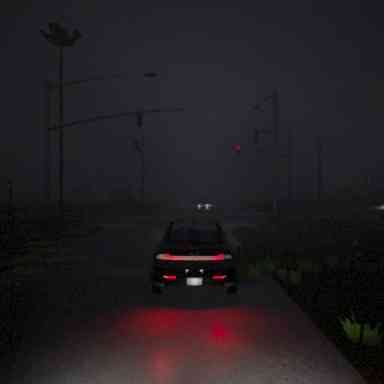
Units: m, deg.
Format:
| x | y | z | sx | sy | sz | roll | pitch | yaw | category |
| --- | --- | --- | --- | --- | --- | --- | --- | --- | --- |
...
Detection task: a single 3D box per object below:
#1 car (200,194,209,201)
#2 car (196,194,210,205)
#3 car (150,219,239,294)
| x | y | z | sx | sy | sz | roll | pitch | yaw | category |
| --- | --- | --- | --- | --- | --- | --- | --- | --- | --- |
| 2.558 | 1.087 | 67.049 | 1.812 | 1.442 | 4.674 | 0 | 0 | 3 | car |
| 1.753 | 1.218 | 51.700 | 1.994 | 1.385 | 4.181 | 0 | 0 | 3 | car |
| 0.059 | 1.439 | 8.608 | 2.128 | 1.511 | 4.902 | 0 | 0 | 0 | car |
